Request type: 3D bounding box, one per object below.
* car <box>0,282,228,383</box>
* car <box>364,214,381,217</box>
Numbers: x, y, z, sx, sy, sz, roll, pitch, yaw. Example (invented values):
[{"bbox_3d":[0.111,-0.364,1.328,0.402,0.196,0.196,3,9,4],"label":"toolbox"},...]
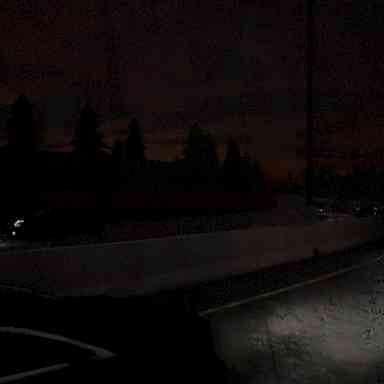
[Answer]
[{"bbox_3d":[-1.886,1.494,2.569,4.902,1.511,2.128,1,0,-35],"label":"car"},{"bbox_3d":[18.158,1.693,34.268,2.097,1.767,4.553,0,0,32],"label":"car"}]
